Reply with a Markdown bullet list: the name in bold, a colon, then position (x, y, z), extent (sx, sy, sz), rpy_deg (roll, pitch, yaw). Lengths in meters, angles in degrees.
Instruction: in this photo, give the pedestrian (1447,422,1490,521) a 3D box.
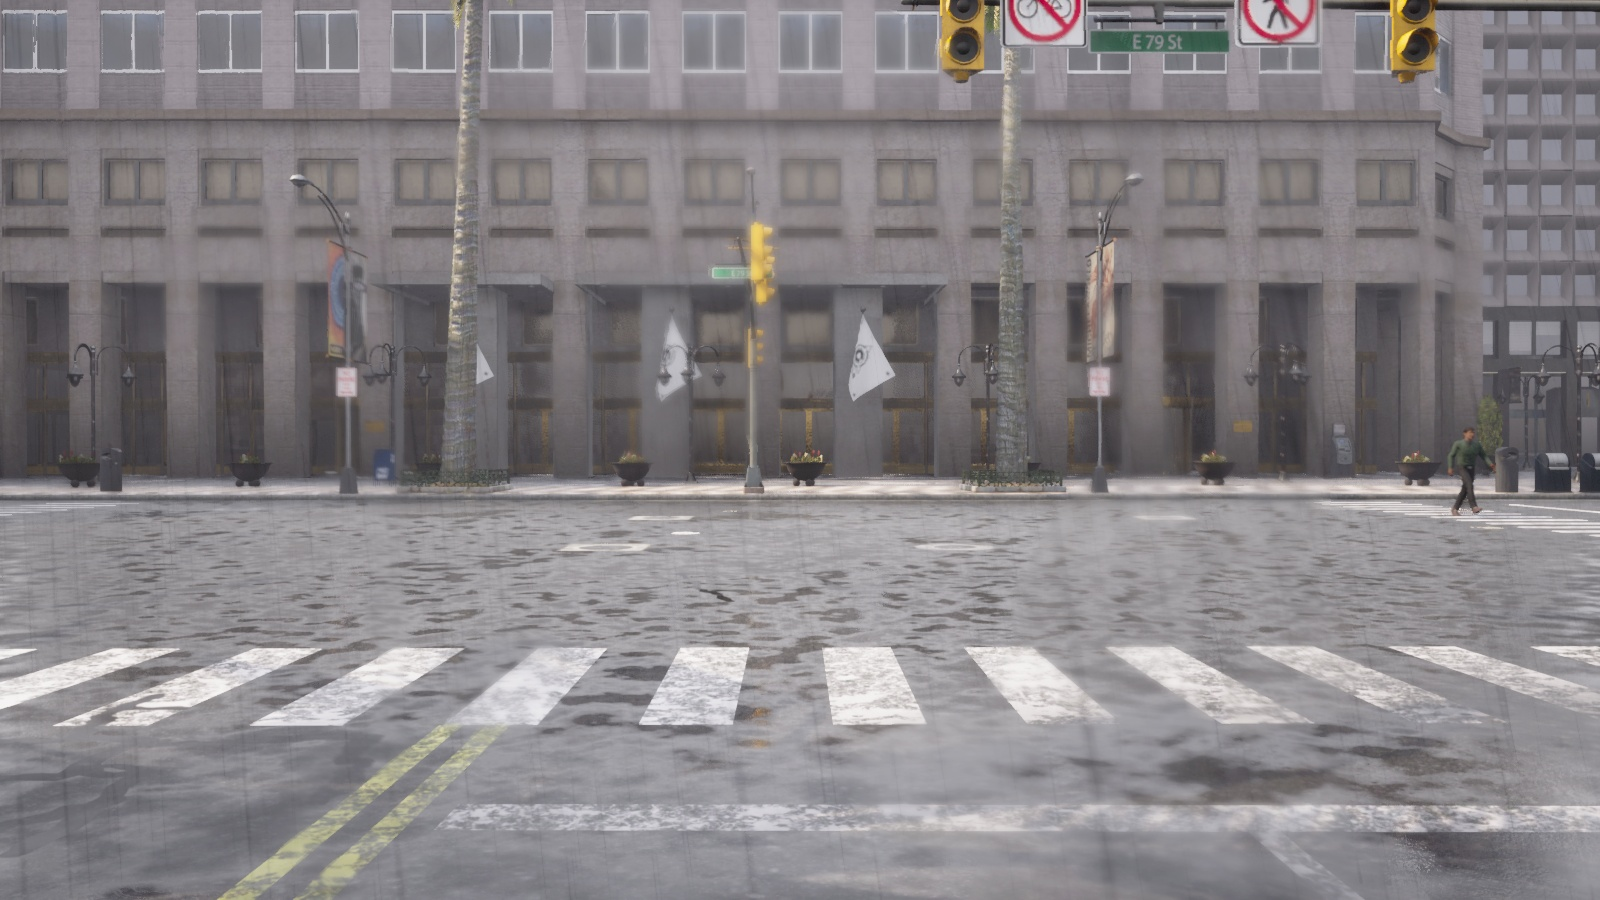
- **pedestrian**: position (13.316, 0.423, 25.029), extent (0.423, 1.949, 0.788), rpy_deg (0, 0, -2)
